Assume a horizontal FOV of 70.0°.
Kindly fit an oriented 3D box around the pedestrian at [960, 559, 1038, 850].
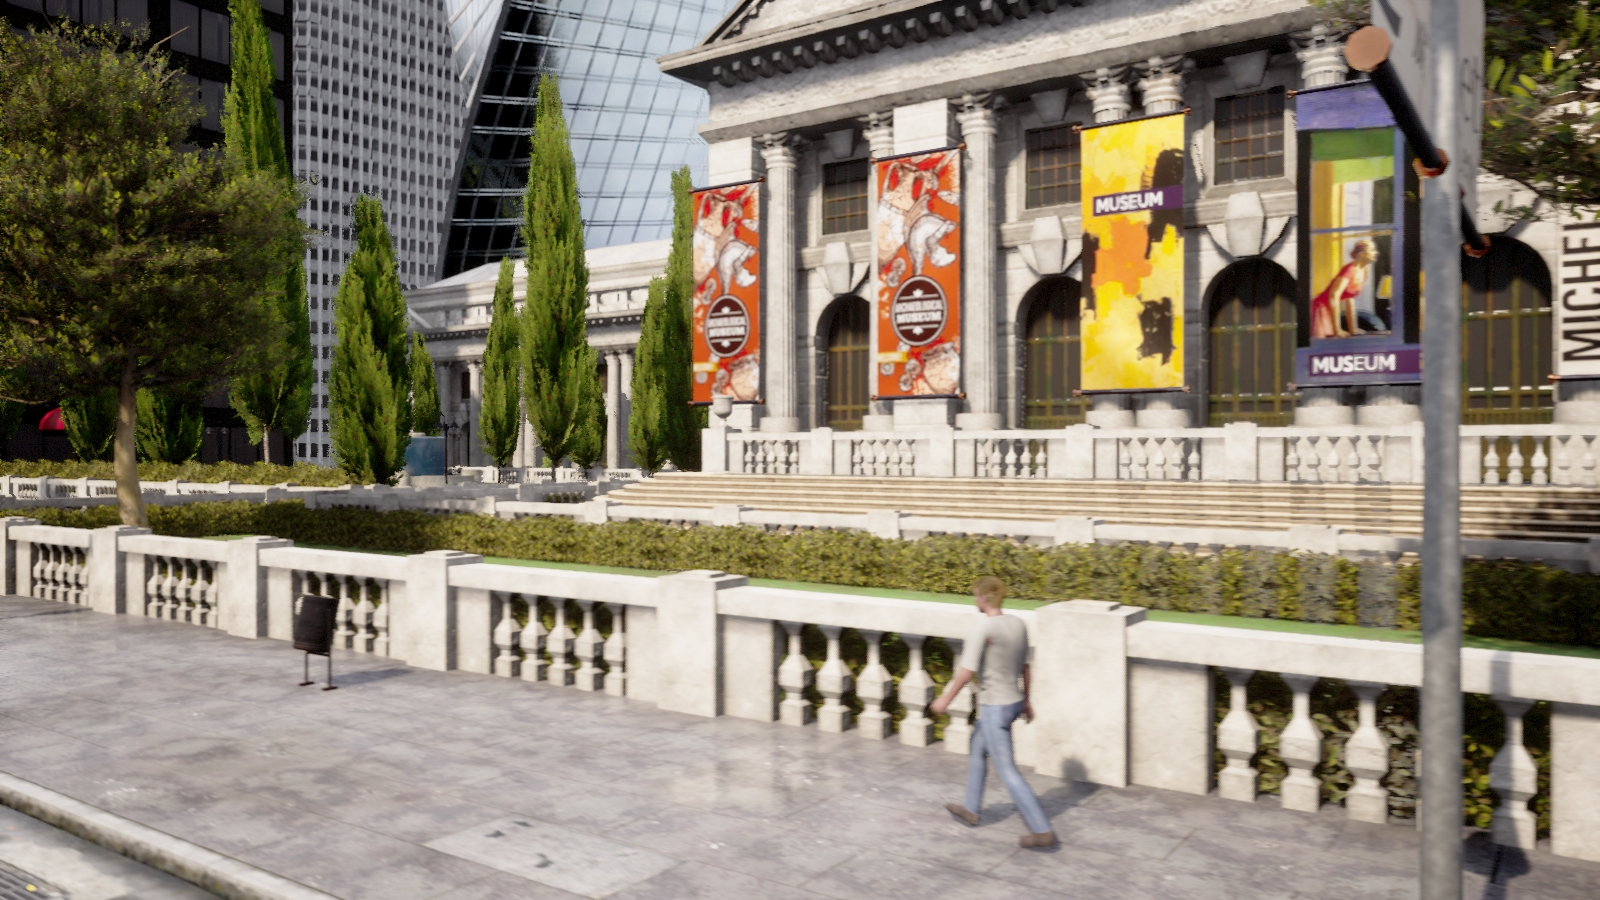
[{"bbox_3d":[1.355,1.698,7.769,0.375,1.860,0.375,0,0,-44],"label":"pedestrian"}]
